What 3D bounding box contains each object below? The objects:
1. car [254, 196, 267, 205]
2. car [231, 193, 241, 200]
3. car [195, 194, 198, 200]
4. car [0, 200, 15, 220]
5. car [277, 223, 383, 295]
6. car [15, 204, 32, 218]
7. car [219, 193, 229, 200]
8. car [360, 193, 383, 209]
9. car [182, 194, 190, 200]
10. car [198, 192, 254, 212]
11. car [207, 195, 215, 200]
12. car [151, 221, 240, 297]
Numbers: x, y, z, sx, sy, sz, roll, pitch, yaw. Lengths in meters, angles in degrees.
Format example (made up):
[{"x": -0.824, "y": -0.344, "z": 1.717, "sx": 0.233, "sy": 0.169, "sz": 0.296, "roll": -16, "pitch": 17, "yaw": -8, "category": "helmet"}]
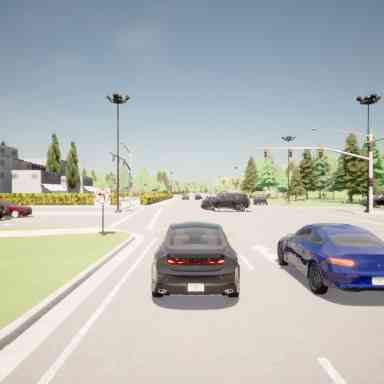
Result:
[{"x": 12.094, "y": 1.506, "z": 58.979, "sx": 1.837, "sy": 1.490, "sz": 4.892, "roll": -1, "pitch": 0, "yaw": 1, "category": "car"}, {"x": 12.248, "y": 1.222, "z": 93.423, "sx": 2.150, "sy": 2.045, "sz": 5.566, "roll": 0, "pitch": 0, "yaw": 0, "category": "car"}, {"x": 1.742, "y": 1.472, "z": 91.764, "sx": 1.882, "sy": 1.535, "sz": 5.008, "roll": 0, "pitch": 0, "yaw": 0, "category": "car"}, {"x": -17.354, "y": 1.221, "z": 25.900, "sx": 5.566, "sy": 2.045, "sz": 2.150, "roll": 0, "pitch": 0, "yaw": -1, "category": "car"}, {"x": 3.585, "y": 1.526, "z": 8.626, "sx": 1.812, "sy": 1.442, "sz": 4.674, "roll": 0, "pitch": 0, "yaw": 0, "category": "car"}, {"x": -16.779, "y": 1.478, "z": 29.408, "sx": 5.008, "sy": 1.535, "sz": 1.882, "roll": 0, "pitch": 0, "yaw": -1, "category": "car"}, {"x": 8.740, "y": 1.218, "z": 91.353, "sx": 2.150, "sy": 2.045, "sz": 5.566, "roll": 0, "pitch": 0, "yaw": 0, "category": "car"}, {"x": 25.840, "y": 1.221, "z": 45.142, "sx": 5.566, "sy": 2.045, "sz": 2.150, "roll": 0, "pitch": 0, "yaw": -1, "category": "car"}, {"x": -1.760, "y": 1.518, "z": 91.360, "sx": 2.128, "sy": 1.511, "sz": 4.902, "roll": 0, "pitch": 0, "yaw": 0, "category": "car"}, {"x": 3.790, "y": 1.221, "z": 37.867, "sx": 5.566, "sy": 2.045, "sz": 2.150, "roll": 0, "pitch": 0, "yaw": -1, "category": "car"}, {"x": 5.243, "y": 1.590, "z": 92.199, "sx": 1.895, "sy": 1.301, "sz": 4.718, "roll": 0, "pitch": 0, "yaw": 0, "category": "car"}, {"x": 0.080, "y": 1.505, "z": 8.538, "sx": 1.837, "sy": 1.490, "sz": 4.892, "roll": 0, "pitch": 0, "yaw": 0, "category": "car"}]
